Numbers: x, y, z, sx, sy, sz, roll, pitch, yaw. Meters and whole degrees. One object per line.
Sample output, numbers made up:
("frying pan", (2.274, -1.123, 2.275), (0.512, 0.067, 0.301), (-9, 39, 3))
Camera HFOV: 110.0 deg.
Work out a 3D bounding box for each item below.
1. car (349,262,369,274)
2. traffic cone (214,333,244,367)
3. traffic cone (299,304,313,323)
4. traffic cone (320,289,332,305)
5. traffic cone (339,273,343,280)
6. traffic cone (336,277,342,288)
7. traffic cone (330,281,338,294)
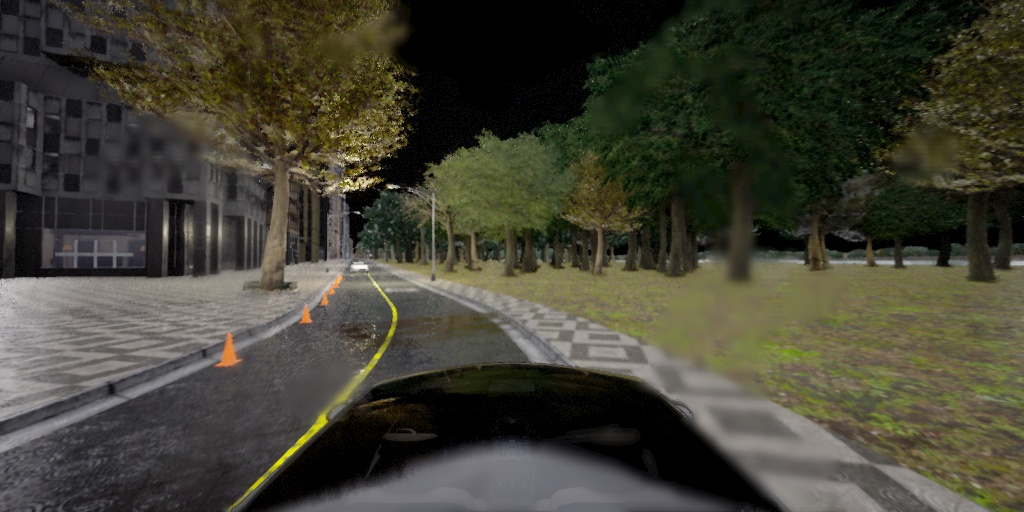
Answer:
("car", (-19.863, 1.538, 46.453), (1.812, 1.442, 4.674), (0, 0, -31))
("traffic cone", (-5.402, 1.767, 6.849), (0.340, 0.580, 0.340), (0, 0, -10))
("traffic cone", (-6.527, 1.807, 11.368), (0.340, 0.580, 0.340), (0, 0, -18))
("traffic cone", (-8.228, 1.842, 15.767), (0.340, 0.580, 0.340), (0, 0, -24))
("traffic cone", (-14.225, 1.928, 29.518), (0.340, 0.580, 0.340), (0, 0, -24))
("traffic cone", (-12.225, 1.907, 24.935), (0.340, 0.580, 0.340), (0, 0, -24))
("traffic cone", (-10.226, 1.875, 20.350), (0.340, 0.580, 0.340), (0, 0, -24))
